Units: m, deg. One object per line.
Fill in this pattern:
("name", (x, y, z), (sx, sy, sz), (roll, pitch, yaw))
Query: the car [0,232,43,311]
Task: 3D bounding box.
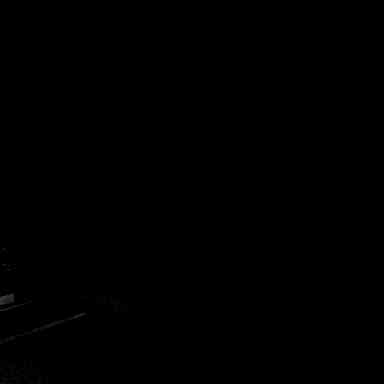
("car", (-4.985, 1.487, 6.805), (4.892, 1.521, 2.231), (0, 0, 35))
